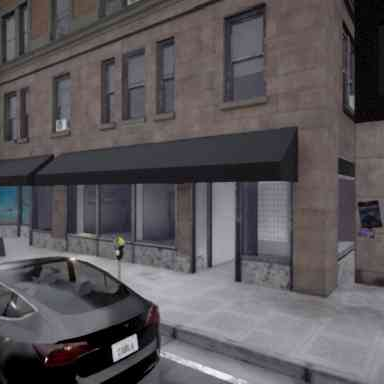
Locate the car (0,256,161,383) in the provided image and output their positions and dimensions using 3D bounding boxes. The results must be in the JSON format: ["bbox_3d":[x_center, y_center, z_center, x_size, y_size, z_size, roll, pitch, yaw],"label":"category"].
[{"bbox_3d":[-2.347,1.565,4.478,4.313,1.339,1.947,0,0,35],"label":"car"}]
